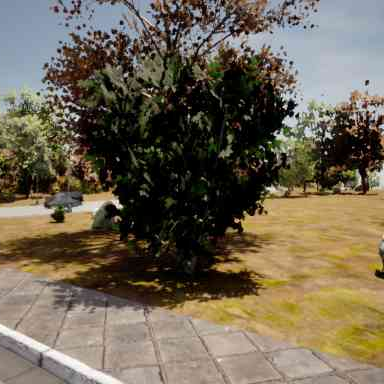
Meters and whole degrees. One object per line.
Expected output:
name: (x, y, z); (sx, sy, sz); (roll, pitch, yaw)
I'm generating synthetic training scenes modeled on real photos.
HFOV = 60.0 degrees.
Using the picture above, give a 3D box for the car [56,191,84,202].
car: (-18.221, 0.990, 47.484); (2.150, 2.045, 5.566); (0, 2, 39)

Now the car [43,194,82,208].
car: (-17.066, 1.400, 43.347); (1.994, 1.385, 4.181); (0, 2, 39)
